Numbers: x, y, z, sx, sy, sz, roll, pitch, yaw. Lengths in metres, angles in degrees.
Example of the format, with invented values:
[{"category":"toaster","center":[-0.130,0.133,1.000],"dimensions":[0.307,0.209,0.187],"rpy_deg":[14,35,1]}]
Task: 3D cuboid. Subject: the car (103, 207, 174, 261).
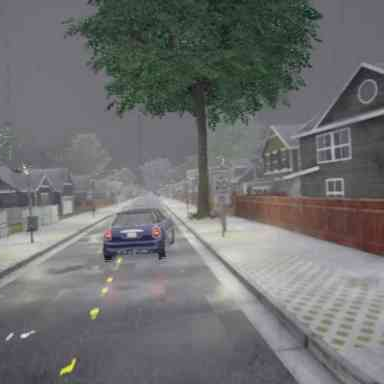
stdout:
[{"category":"car","center":[-1.894,1.389,12.856],"dimensions":[2.097,1.767,4.553],"rpy_deg":[-3,0,1]}]
